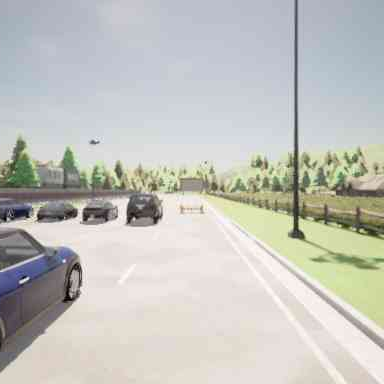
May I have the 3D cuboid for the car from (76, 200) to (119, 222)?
[{"bbox_3d":[-6.903,1.404,25.435,1.837,1.490,4.892,0,0,0],"label":"car"}]

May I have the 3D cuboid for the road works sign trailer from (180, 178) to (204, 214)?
[{"bbox_3d":[-0.004,0.329,33.863,2.380,3.560,2.880,0,0,0],"label":"road works sign trailer"}]

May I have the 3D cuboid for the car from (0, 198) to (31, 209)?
[{"bbox_3d":[-13.904,1.252,25.106,2.097,1.767,4.553,0,0,0],"label":"car"}]

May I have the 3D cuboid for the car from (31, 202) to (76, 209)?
[{"bbox_3d":[-10.404,1.460,26.065,1.994,1.385,4.181,0,0,0],"label":"car"}]

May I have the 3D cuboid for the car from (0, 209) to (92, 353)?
[{"bbox_3d":[-3.401,1.331,5.316,2.097,1.767,4.553,0,0,0],"label":"car"}]

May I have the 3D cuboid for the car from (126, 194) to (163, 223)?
[{"bbox_3d":[-3.403,1.123,24.604,2.150,2.045,5.566,0,0,0],"label":"car"}]
